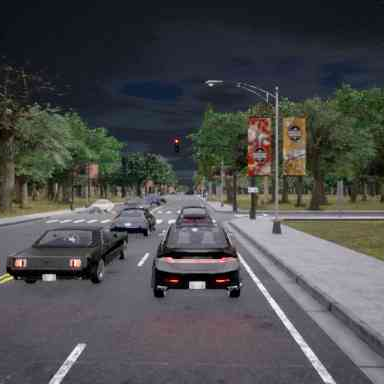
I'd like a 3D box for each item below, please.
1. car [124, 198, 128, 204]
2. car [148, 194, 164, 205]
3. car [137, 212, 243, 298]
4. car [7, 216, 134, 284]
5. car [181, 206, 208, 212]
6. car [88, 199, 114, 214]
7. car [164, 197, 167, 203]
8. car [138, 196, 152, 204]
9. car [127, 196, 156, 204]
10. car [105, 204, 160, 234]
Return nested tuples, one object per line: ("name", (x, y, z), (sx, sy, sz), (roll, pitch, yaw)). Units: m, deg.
("car", (-9.740, 1.532, 53.945), (2.128, 1.511, 4.902), (0, 0, 0))
("car", (-6.488, 1.267, 55.973), (2.150, 2.045, 5.566), (0, 0, 0))
("car", (0.107, 1.493, 8.513), (2.128, 1.511, 4.902), (0, 0, 0))
("car", (-3.139, 1.603, 9.578), (1.895, 1.301, 4.718), (0, 0, 0))
("car", (0.115, 1.512, 17.932), (1.837, 1.490, 4.892), (0, 0, 0))
("car", (-9.782, 1.547, 36.442), (1.812, 1.442, 4.674), (0, 0, 0))
("car", (-6.373, 1.660, 69.047), (1.895, 1.301, 4.718), (0, 0, 0))
("car", (-9.624, 1.553, 68.619), (2.128, 1.511, 4.902), (0, 0, 0))
("car", (-5.578, 1.514, 36.535), (2.128, 1.511, 4.902), (0, 0, -14))
("car", (-3.137, 1.571, 18.333), (1.994, 1.385, 4.181), (0, 0, 0))
